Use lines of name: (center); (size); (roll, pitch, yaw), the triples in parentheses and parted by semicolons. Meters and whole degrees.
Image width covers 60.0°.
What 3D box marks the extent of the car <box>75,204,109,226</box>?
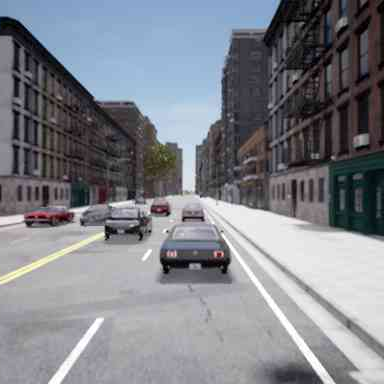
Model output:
car: (-6.615, 1.595, 24.121); (1.812, 1.442, 4.674); (0, 0, 0)

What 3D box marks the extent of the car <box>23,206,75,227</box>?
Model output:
car: (-9.859, 1.667, 23.305); (1.895, 1.301, 4.718); (0, 0, 0)

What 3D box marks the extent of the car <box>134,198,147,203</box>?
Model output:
car: (-9.793, 1.779, 63.934); (1.994, 1.385, 4.181); (0, 0, 0)

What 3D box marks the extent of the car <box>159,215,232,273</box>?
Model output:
car: (0.090, 1.630, 10.756); (1.895, 1.301, 4.718); (0, 0, 0)

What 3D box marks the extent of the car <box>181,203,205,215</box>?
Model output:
car: (0.088, 1.628, 27.433); (2.033, 1.411, 5.357); (0, 0, 0)

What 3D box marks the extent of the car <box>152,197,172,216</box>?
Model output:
car: (-3.162, 1.582, 34.417); (1.882, 1.535, 5.008); (0, 0, 0)

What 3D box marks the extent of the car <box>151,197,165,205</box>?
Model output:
car: (-6.541, 1.721, 64.741); (2.128, 1.511, 4.902); (0, 0, 0)

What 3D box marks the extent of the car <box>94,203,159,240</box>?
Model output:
car: (-3.157, 1.539, 17.201); (2.128, 1.511, 4.902); (0, 0, 0)
